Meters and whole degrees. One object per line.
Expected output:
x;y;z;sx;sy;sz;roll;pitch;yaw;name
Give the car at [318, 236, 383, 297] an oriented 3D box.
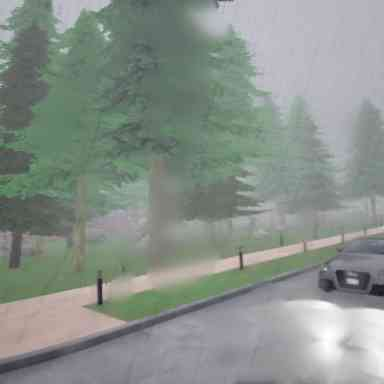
5.203;1.968;9.355;1.994;1.385;4.181;-6;-5;44;car
